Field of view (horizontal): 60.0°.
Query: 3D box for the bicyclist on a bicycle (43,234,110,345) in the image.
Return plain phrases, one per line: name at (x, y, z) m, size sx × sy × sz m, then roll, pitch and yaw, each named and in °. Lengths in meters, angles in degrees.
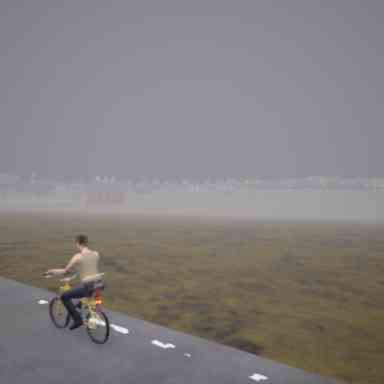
bicyclist on a bicycle at (-1.791, 1.454, 5.205) m, size 1.509 × 1.612 × 0.866 m, roll 0°, pitch 0°, yaw 35°
